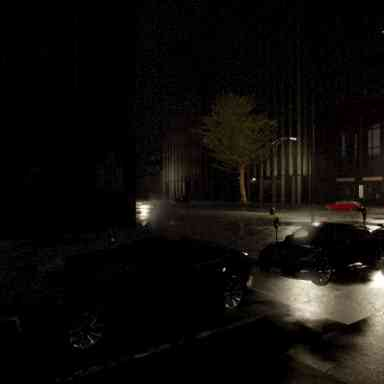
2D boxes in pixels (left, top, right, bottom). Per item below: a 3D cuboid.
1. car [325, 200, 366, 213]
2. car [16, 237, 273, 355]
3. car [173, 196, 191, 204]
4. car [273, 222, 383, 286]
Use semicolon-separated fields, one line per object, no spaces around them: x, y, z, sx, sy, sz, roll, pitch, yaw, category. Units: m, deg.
17.172;1.609;37.389;1.994;1.385;4.181;0;0;-36;car
-0.762;1.566;6.116;4.313;1.339;1.947;0;0;-36;car
-2.176;1.644;69.786;1.837;1.490;4.892;0;0;-36;car
3.817;1.566;9.402;4.313;1.339;1.947;0;0;-36;car
